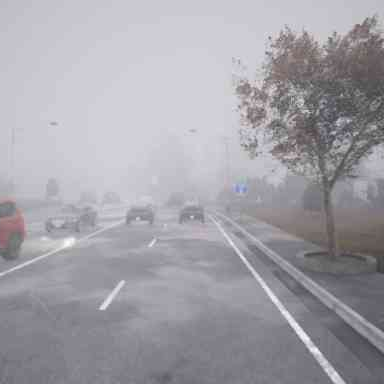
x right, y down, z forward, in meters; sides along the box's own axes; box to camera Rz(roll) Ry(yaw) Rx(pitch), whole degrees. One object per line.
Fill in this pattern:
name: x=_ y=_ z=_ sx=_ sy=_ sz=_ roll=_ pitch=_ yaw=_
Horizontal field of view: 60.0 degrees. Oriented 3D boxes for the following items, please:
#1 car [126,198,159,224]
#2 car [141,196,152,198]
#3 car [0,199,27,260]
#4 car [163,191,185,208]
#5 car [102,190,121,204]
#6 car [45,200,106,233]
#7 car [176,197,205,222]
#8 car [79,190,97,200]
car: x=-3.578 y=1.445 z=24.070 sx=1.837 sy=1.490 sz=4.892 roll=0 pitch=1 yaw=-1
car: x=-5.909 y=1.222 z=43.030 sx=1.812 sy=1.442 sz=4.674 roll=0 pitch=1 yaw=-14
car: x=-6.999 y=1.245 z=9.674 sx=2.150 sy=2.045 sz=5.566 roll=0 pitch=0 yaw=0
car: x=-2.280 y=0.934 z=43.111 sx=2.150 sy=2.045 sz=5.566 roll=0 pitch=1 yaw=-13
car: x=-12.488 y=0.773 z=51.531 sx=2.150 sy=2.045 sz=5.566 roll=0 pitch=0 yaw=-23
car: x=-7.006 y=1.469 z=19.816 sx=2.128 sy=1.511 sz=4.902 roll=0 pitch=0 yaw=0
car: x=-0.078 y=1.429 z=25.551 sx=1.837 sy=1.490 sz=4.892 roll=0 pitch=1 yaw=-2
car: x=-15.621 y=0.765 z=49.973 sx=2.150 sy=2.045 sz=5.566 roll=0 pitch=0 yaw=-23
